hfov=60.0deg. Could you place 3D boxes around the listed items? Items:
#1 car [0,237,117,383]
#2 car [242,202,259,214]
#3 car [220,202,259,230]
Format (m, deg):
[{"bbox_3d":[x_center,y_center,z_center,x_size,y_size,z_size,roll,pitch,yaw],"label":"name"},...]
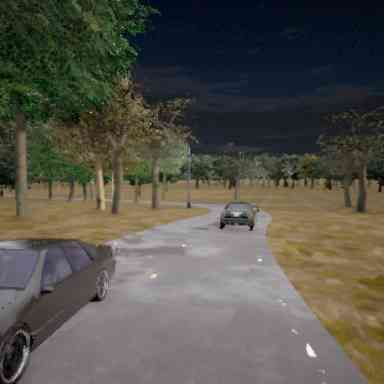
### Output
[{"bbox_3d":[-2.799,1.523,5.544,2.033,1.411,5.357,0,0,4],"label":"car"},{"bbox_3d":[7.397,1.975,42.450,1.895,1.301,4.718,0,-1,7],"label":"car"},{"bbox_3d":[3.207,1.445,22.277,2.097,1.767,4.553,1,0,14],"label":"car"}]
